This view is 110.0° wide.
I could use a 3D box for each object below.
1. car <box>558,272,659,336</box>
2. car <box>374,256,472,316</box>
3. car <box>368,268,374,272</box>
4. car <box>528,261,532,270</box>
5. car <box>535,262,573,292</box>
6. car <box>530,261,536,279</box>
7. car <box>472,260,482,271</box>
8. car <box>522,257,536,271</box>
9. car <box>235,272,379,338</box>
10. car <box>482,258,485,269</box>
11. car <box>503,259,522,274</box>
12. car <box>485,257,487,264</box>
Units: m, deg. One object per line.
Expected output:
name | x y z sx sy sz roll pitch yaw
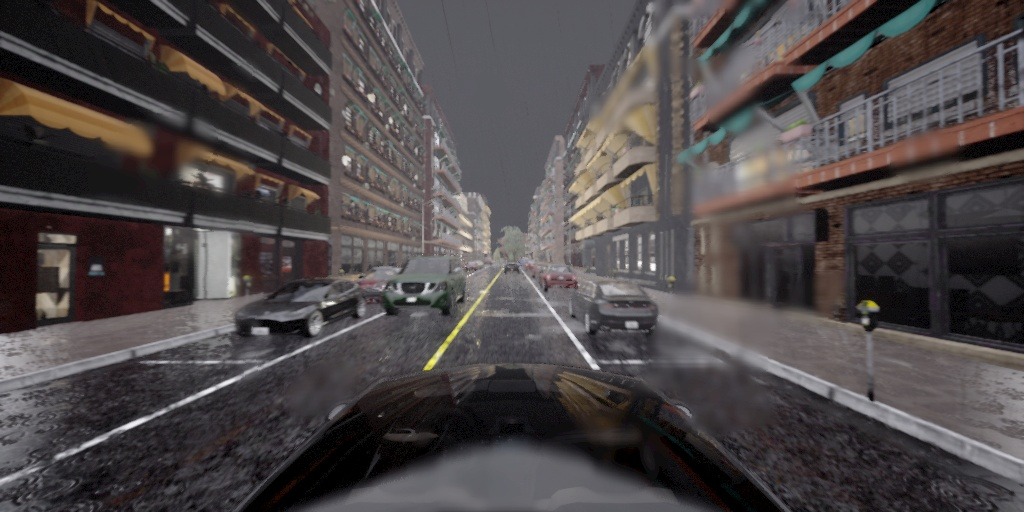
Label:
car | 2.689 1.314 10.254 2.007 1.370 4.403 0 0 0
car | -3.068 0.992 13.776 2.150 2.045 5.566 0 0 0
car | -5.693 1.212 15.954 1.967 1.591 4.097 0 0 0
car | 2.684 1.383 32.900 1.802 1.307 4.207 0 0 0
car | 2.687 1.221 21.576 1.967 1.591 4.097 0 0 0
car | 2.686 1.342 27.238 2.007 1.370 4.403 0 0 0
car | -5.700 1.375 49.925 1.888 1.381 4.507 0 0 0
car | 2.681 1.270 49.886 1.967 1.591 4.097 0 0 0
car | -5.692 1.329 10.292 1.948 1.339 4.313 0 0 0
car | -5.701 1.365 55.415 1.751 1.417 4.829 0 0 0
car | -0.009 1.324 43.540 1.837 1.490 4.892 0 0 0
car | -5.702 1.376 61.077 1.751 1.417 4.829 0 0 0
